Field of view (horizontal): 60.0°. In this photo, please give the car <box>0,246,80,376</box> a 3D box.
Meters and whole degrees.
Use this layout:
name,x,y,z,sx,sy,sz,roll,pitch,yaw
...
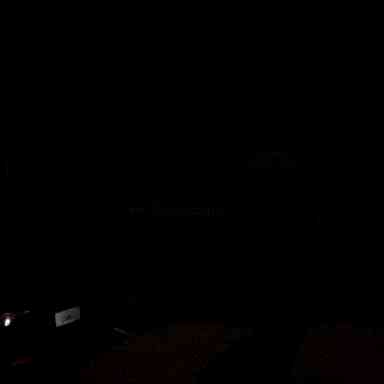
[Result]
name,x,y,z,sx,sy,sz,roll,pitch,yaw
car,-3.196,1.536,5.261,4.313,1.339,1.947,0,0,36

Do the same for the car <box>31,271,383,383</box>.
name,x,y,z,sx,sy,sz,roll,pitch,yaw
car,1.101,1.524,2.181,4.829,1.417,1.752,0,0,36
